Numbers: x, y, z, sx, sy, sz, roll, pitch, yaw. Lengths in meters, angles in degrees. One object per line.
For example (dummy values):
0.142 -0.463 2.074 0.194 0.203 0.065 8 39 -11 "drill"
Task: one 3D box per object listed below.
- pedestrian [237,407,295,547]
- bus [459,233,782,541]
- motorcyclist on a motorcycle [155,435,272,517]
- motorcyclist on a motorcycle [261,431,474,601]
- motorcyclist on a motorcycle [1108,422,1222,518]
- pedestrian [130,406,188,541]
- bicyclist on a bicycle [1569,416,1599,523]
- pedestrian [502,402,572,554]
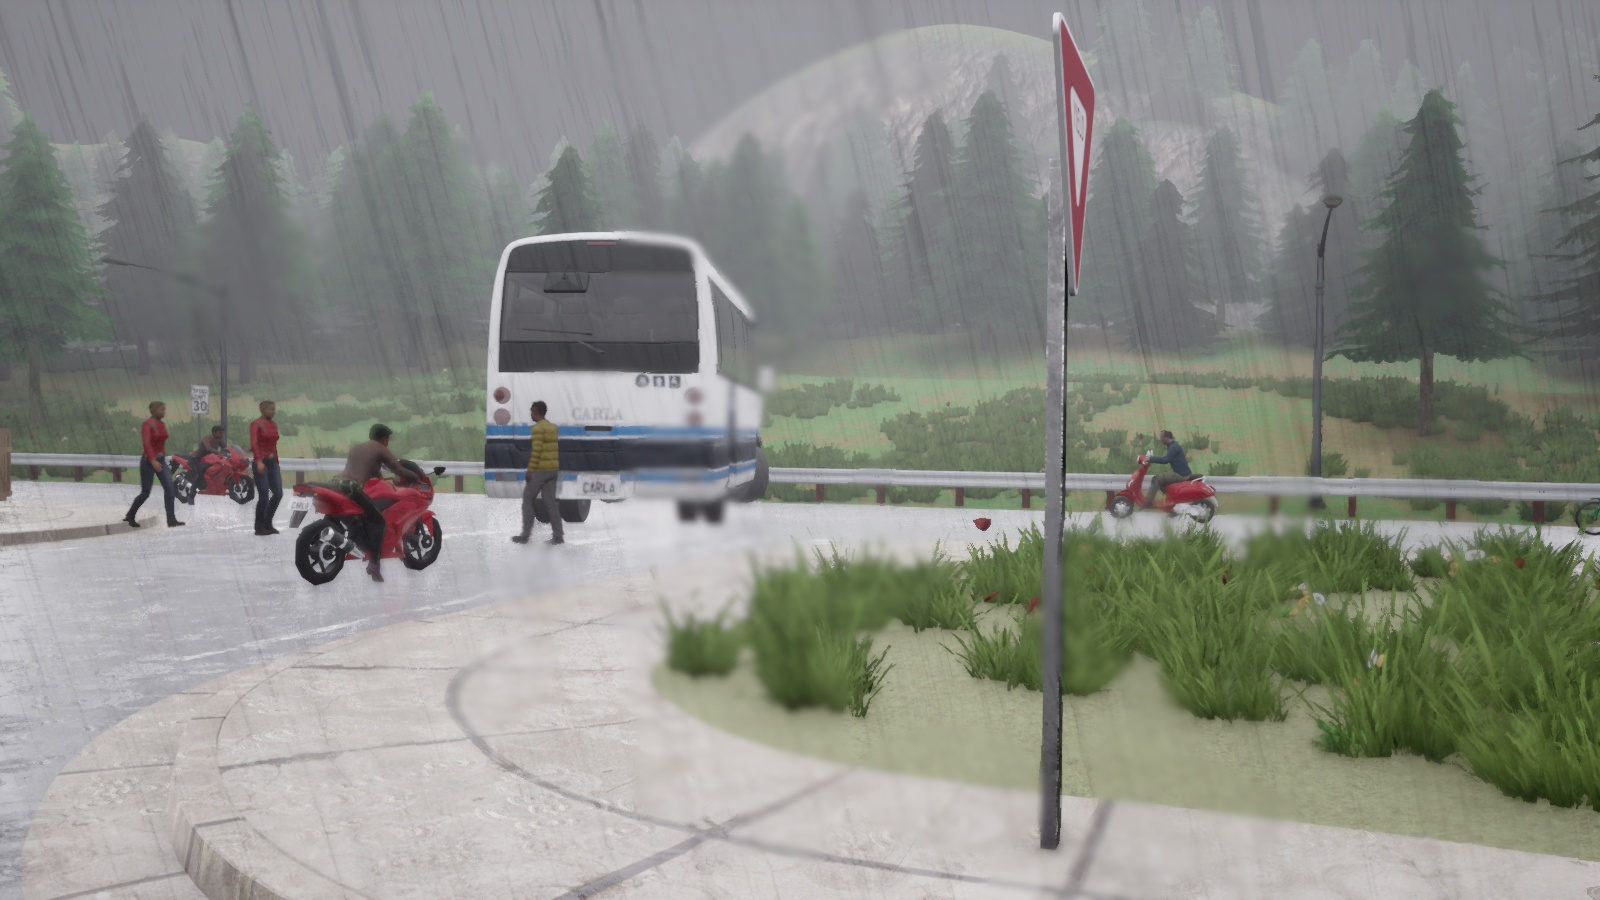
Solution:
-7.148 0.352 16.802 0.636 1.846 0.331 0 1 20 "pedestrian"
-2.584 -0.927 22.626 3.944 4.253 10.273 0 1 2 "bus"
-11.264 0.486 24.119 2.044 1.523 0.797 0 1 20 "motorcyclist on a motorcycle"
-4.199 0.582 12.387 0.797 1.523 2.044 0 1 23 "motorcyclist on a motorcycle"
6.267 0.334 21.521 1.817 1.590 0.866 0 1 20 "motorcyclist on a motorcycle"
-8.931 0.324 17.503 0.636 1.846 0.331 0 1 14 "pedestrian"
12.717 0.291 19.193 1.509 1.612 0.866 0 1 20 "bicyclist on a bicycle"
-3.251 0.334 15.532 0.709 1.840 0.431 0 1 24 "pedestrian"
